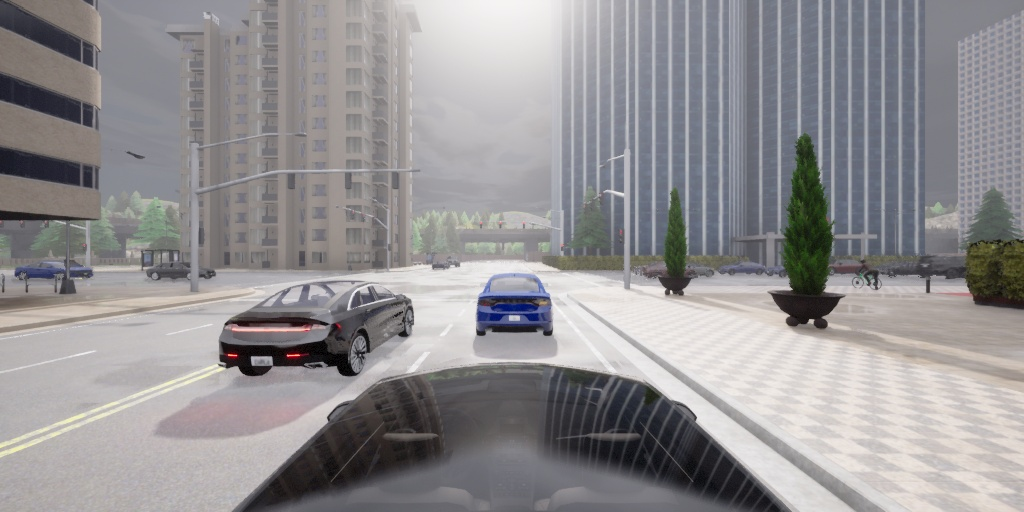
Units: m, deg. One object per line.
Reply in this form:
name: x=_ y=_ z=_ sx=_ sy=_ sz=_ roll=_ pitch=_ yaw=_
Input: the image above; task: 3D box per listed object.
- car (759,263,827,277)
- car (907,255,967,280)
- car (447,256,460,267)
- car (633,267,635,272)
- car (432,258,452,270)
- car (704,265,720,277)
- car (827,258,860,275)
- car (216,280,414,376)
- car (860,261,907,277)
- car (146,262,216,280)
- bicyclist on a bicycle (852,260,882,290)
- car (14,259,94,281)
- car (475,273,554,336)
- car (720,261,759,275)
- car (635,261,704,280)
car: x=26.906 y=1.276 z=34.420 sx=4.674 sy=1.442 sz=1.812 roll=0 pitch=0 yaw=0
car: x=38.187 y=0.971 z=30.852 sx=5.566 sy=2.045 sz=2.150 roll=0 pitch=0 yaw=-1
car: x=-10.602 y=0.971 z=64.221 sx=2.150 sy=2.045 sz=5.566 roll=0 pitch=0 yaw=0
car: x=15.183 y=1.276 z=37.802 sx=4.674 sy=1.442 sz=1.812 roll=0 pitch=0 yaw=-1
car: x=-10.633 y=1.351 z=53.547 sx=1.895 sy=1.301 sz=4.718 roll=0 pitch=0 yaw=0
car: x=16.987 y=1.314 z=34.321 sx=4.181 sy=1.385 sz=1.994 roll=0 pitch=0 yaw=-1
car: x=34.351 y=1.102 z=37.997 sx=4.553 sy=1.767 sz=2.097 roll=0 pitch=0 yaw=0
car: x=-3.447 y=1.242 z=7.390 sx=2.128 sy=1.511 sz=4.902 roll=0 pitch=0 yaw=0
car: x=37.227 y=1.242 z=34.521 sx=4.902 sy=1.511 sz=2.128 roll=0 pitch=0 yaw=0
car: x=-27.716 y=1.255 z=30.138 sx=4.892 sy=1.490 sz=1.837 roll=0 pitch=0 yaw=-1
bicyclist on a bicycle: x=19.628 y=1.051 z=19.865 sx=0.582 sy=1.620 sz=1.656 roll=0 pitch=0 yaw=-1
car: x=-38.250 y=1.228 z=30.041 sx=5.008 sy=1.535 sz=1.882 roll=0 pitch=0 yaw=-1
car: x=0.069 y=1.228 z=10.429 sx=1.882 sy=1.535 sz=5.008 roll=0 pitch=0 yaw=0
car: x=24.266 y=1.276 z=37.896 sx=4.674 sy=1.442 sz=1.812 roll=0 pitch=0 yaw=0
car: x=13.393 y=1.276 z=30.581 sx=4.674 sy=1.442 sz=1.812 roll=0 pitch=0 yaw=-1
